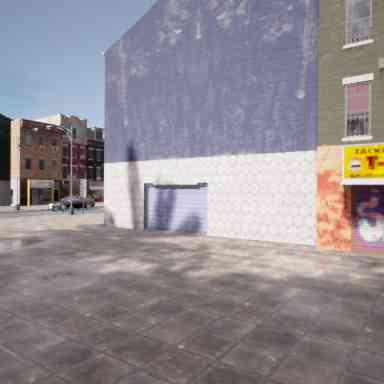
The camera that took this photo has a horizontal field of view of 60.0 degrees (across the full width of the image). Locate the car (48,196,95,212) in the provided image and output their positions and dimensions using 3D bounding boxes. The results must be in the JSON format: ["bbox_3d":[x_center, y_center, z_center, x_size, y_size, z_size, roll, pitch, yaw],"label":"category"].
[{"bbox_3d":[-12.378,1.180,34.458,2.128,1.511,4.902,1,1,36],"label":"car"}]
